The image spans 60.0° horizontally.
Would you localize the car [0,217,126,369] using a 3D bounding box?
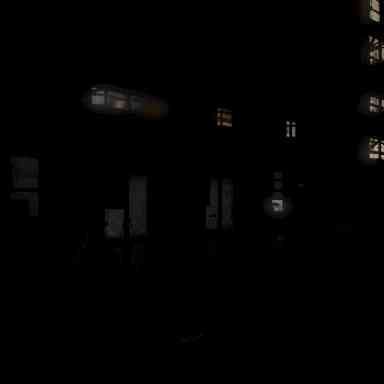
[{"bbox_3d":[-3.305,1.312,4.201,5.009,1.841,2.192,0,0,-35],"label":"car"}]
